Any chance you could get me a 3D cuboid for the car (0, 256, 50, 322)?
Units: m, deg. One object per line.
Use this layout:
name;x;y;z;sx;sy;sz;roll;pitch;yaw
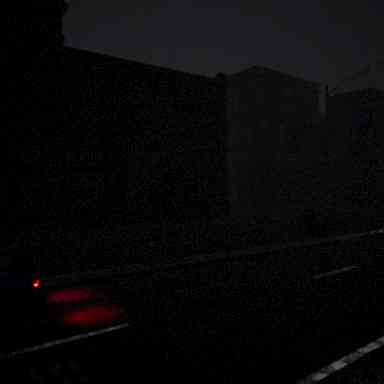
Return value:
car;-4.970;1.551;4.677;5.357;1.411;2.033;0;0;-35
